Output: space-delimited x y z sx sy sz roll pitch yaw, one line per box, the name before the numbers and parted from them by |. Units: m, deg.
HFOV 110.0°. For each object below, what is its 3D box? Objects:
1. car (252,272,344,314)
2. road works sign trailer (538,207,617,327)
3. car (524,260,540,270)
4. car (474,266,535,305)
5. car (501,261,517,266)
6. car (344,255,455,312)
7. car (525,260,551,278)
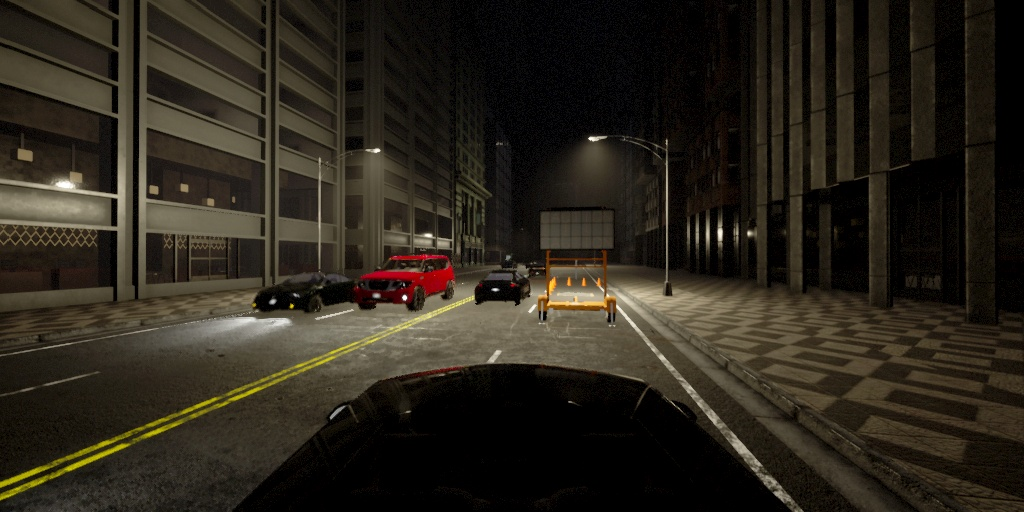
car | -7.546 1.319 13.760 1.994 1.385 4.181 0 0 10
road works sign trailer | 2.095 0.220 11.710 2.380 3.560 2.880 0 0 10
car | 3.222 1.412 57.205 2.033 1.411 5.357 0 0 10
car | -0.312 1.324 16.304 1.994 1.385 4.181 0 0 10
car | -0.369 1.405 55.519 2.033 1.411 5.357 0 0 10
car | -4.080 0.978 14.742 2.150 2.045 5.566 0 0 10
car | 2.658 1.291 33.593 2.128 1.511 4.902 0 0 10
